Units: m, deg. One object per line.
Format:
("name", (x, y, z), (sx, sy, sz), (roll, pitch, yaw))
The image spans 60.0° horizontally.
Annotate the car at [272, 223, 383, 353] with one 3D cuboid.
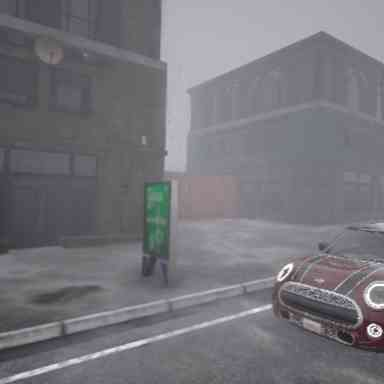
("car", (3.620, 1.414, 6.276), (4.553, 1.767, 2.097), (0, 0, -36))
